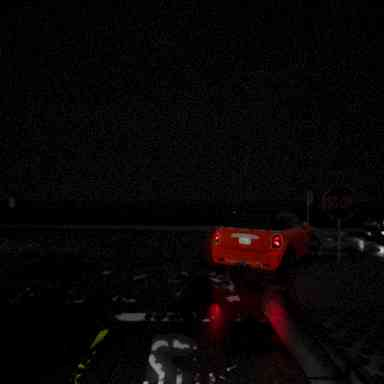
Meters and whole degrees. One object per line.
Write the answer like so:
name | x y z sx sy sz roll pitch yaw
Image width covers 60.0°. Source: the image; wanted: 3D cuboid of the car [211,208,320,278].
car | 2.399 1.262 10.196 2.097 1.767 4.553 1 0 30

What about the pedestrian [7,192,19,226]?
pedestrian | -9.712 0.868 17.939 0.375 1.860 0.375 0 -1 0

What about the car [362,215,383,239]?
car | 10.326 1.339 15.173 4.553 1.767 2.097 1 0 0
